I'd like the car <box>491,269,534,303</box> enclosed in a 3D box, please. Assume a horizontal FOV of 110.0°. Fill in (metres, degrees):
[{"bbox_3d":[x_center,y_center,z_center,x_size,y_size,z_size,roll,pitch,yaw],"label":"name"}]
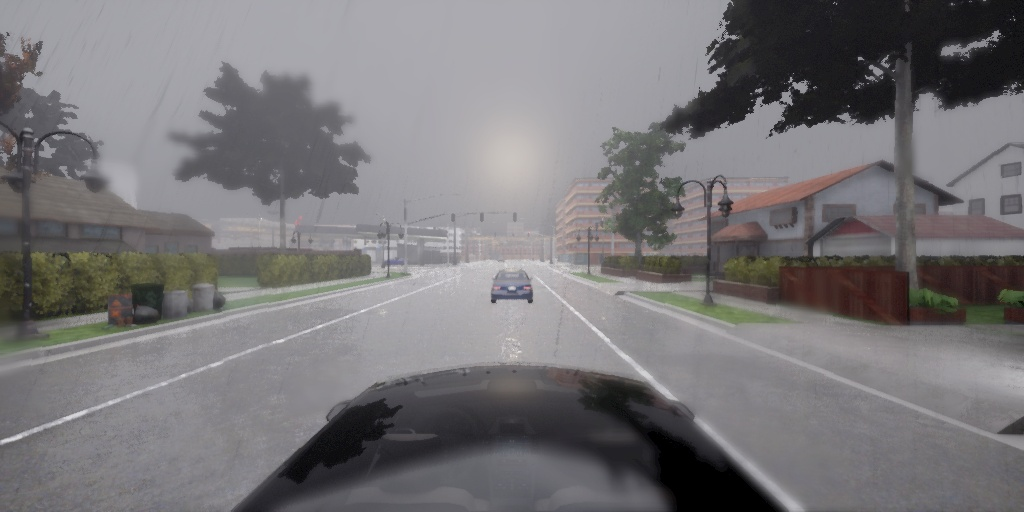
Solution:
[{"bbox_3d":[0.000,1.312,16.500,2.033,1.411,5.357,0,0,0],"label":"car"}]
